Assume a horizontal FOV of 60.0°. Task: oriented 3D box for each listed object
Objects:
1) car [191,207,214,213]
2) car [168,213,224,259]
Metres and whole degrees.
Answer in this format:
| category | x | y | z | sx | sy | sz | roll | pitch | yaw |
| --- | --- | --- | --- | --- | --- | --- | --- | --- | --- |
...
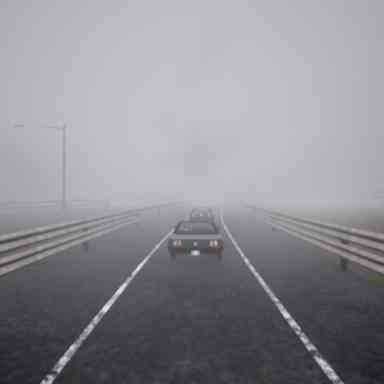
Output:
| category | x | y | z | sx | sy | sz | roll | pitch | yaw |
| --- | --- | --- | --- | --- | --- | --- | --- | --- | --- |
| car | 0.892 | 1.901 | 28.102 | 1.895 | 1.301 | 4.718 | 0 | -1 | 4 |
| car | 0.203 | 1.743 | 13.181 | 1.895 | 1.301 | 4.718 | 0 | -1 | 2 |
